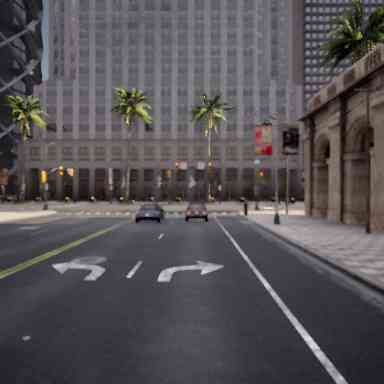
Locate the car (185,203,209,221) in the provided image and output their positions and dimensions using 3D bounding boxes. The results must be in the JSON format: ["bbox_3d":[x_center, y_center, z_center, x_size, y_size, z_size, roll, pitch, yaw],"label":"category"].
[{"bbox_3d":[0.372,1.577,27.077,2.033,1.411,5.357,0,0,1],"label":"car"}]

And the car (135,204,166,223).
[{"bbox_3d":[-3.177,1.591,25.966,1.994,1.385,4.181,0,0,1],"label":"car"}]
